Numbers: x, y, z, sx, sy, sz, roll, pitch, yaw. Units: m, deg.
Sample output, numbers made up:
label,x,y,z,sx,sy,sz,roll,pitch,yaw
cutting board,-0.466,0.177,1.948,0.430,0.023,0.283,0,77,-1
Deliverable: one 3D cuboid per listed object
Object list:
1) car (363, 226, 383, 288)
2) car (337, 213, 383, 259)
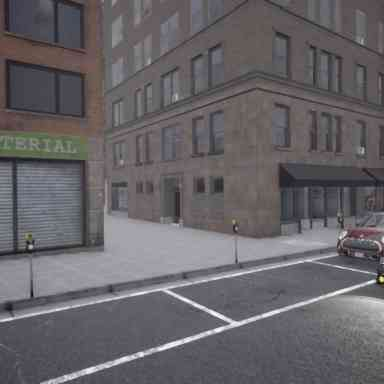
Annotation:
label,x,y,z,sx,sy,sz,roll,pitch,yaw
car,6.113,1.562,7.734,4.181,1.385,1.994,0,0,-35
car,6.829,1.438,11.539,4.097,1.590,1.967,0,-1,-36
